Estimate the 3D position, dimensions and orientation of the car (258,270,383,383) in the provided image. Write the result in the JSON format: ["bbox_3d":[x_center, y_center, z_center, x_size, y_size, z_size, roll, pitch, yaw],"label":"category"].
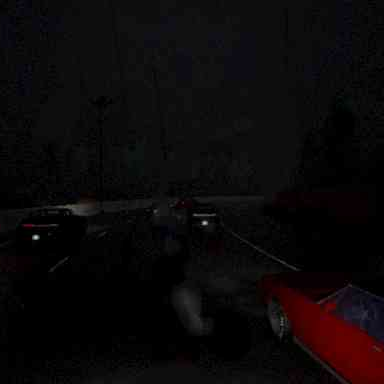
[{"bbox_3d":[2.465,1.600,3.741,1.895,1.301,4.718,0,0,-12],"label":"car"}]

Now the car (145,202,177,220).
[{"bbox_3d":[-2.627,1.560,27.730,1.994,1.385,4.181,0,0,3],"label":"car"}]

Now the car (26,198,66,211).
[{"bbox_3d":[-18.554,1.543,42.524,2.033,1.411,5.357,0,0,11],"label":"car"}]

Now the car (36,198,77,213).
[{"bbox_3d":[-15.655,1.489,38.761,2.128,1.511,4.902,0,0,10],"label":"car"}]

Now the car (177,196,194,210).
[{"bbox_3d":[-0.552,1.348,42.061,2.097,1.767,4.553,0,0,13],"label":"car"}]

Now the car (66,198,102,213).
[{"bbox_3d":[-12.226,1.473,38.084,1.882,1.535,5.008,0,0,10],"label":"car"}]

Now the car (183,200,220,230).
[{"bbox_3d":[0.670,1.489,20.809,2.128,1.511,4.902,0,0,-1],"label":"car"}]

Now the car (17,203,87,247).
[{"bbox_3d":[-6.101,1.490,15.002,2.128,1.511,4.902,0,0,-5],"label":"car"}]
